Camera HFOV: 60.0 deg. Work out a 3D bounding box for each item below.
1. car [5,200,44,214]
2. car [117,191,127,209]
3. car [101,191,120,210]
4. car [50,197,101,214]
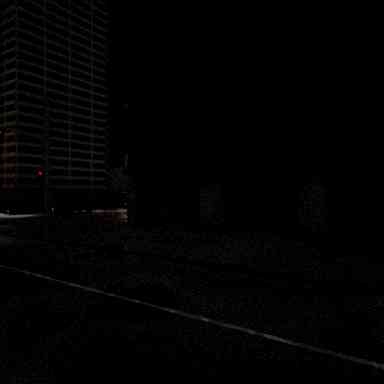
[{"bbox_3d":[-17.091,1.546,35.868,2.033,1.411,5.357,0,0,35],"label":"car"},{"bbox_3d":[-6.815,1.221,44.397,2.150,2.045,5.566,0,0,36],"label":"car"},{"bbox_3d":[-10.963,1.220,44.590,2.150,2.045,5.566,0,0,35],"label":"car"},{"bbox_3d":[-12.779,1.491,35.916,2.128,1.511,4.902,0,0,35],"label":"car"}]
